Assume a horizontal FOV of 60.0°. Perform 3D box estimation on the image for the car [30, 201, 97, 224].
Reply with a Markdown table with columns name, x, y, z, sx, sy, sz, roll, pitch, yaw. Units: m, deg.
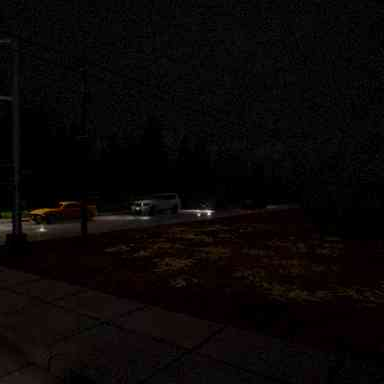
| name | x | y | z | sx | sy | sz | roll | pitch | yaw |
| --- | --- | --- | --- | --- | --- | --- | --- | --- | --- |
| car | -9.541 | 1.485 | 24.975 | 1.882 | 1.535 | 5.008 | 0 | 0 | 37 |

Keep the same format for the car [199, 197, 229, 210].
| name | x | y | z | sx | sy | sz | roll | pitch | yaw |
| --- | --- | --- | --- | --- | --- | --- | --- | --- | --- |
| car | 2.782 | 1.404 | 41.584 | 1.837 | 1.490 | 4.892 | 0 | 0 | 37 |

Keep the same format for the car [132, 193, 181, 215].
| name | x | y | z | sx | sy | sz | roll | pitch | yaw |
| --- | --- | --- | --- | --- | --- | --- | --- | --- | --- |
| car | -3.434 | 1.175 | 33.221 | 2.150 | 2.045 | 5.566 | 0 | 0 | 36 |

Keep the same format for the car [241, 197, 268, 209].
| name | x | y | z | sx | sy | sz | roll | pitch | yaw |
| --- | --- | --- | --- | --- | --- | --- | --- | --- | --- |
| car | 8.053 | 1.361 | 42.516 | 2.128 | 1.511 | 4.902 | 0 | 0 | 37 |
